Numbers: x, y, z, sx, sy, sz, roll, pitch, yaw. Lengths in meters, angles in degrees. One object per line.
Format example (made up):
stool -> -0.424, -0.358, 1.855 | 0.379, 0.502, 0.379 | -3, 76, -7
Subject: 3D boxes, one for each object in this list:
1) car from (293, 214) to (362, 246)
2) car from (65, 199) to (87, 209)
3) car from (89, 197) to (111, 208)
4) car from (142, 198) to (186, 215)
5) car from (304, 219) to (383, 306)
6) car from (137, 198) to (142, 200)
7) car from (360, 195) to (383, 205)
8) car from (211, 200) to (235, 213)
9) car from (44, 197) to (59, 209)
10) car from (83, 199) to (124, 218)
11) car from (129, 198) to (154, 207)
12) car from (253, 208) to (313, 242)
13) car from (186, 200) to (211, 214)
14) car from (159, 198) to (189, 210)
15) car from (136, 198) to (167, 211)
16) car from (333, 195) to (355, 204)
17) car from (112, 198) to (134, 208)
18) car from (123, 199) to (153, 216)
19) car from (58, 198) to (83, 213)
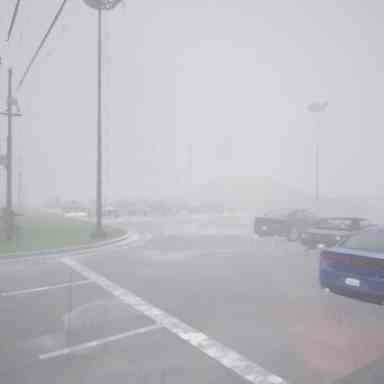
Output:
car -> 6.347, 1.670, 13.457 | 4.718, 1.301, 1.895 | 0, 0, -40
car -> -17.783, 1.770, 50.853 | 1.895, 1.301, 4.718 | 0, 0, -34
car -> -14.581, 1.660, 52.386 | 1.882, 1.535, 5.008 | 0, 0, -34
car -> -3.129, 1.631, 35.594 | 2.128, 1.511, 4.902 | 0, 0, -34
car -> 4.916, 1.520, 7.723 | 5.008, 1.535, 1.882 | 0, 0, -39
car -> -8.840, 1.666, 43.934 | 1.837, 1.490, 4.892 | 0, 0, -34
car -> 38.206, 1.599, 70.519 | 2.150, 2.045, 5.566 | 0, 0, -9
car -> 3.013, 1.672, 39.021 | 1.837, 1.490, 4.892 | 0, 0, -34
car -> -19.556, 1.503, 47.202 | 2.097, 1.767, 4.553 | 0, 0, -34
car -> -8.251, 1.634, 30.689 | 1.812, 1.442, 4.674 | 0, 0, -34
car -> -8.537, 1.759, 56.022 | 2.033, 1.411, 5.357 | 0, 0, -34
car -> 5.240, 1.560, 17.163 | 5.008, 1.535, 1.882 | 0, 0, -41
car -> -0.295, 1.680, 37.670 | 1.812, 1.442, 4.674 | 0, 0, -34
car -> -2.628, 1.680, 47.282 | 2.128, 1.511, 4.902 | 0, 0, -34
car -> -5.586, 1.666, 45.392 | 2.128, 1.511, 4.902 | 0, 0, -34
car -> 33.962, 1.606, 74.487 | 2.150, 2.045, 5.566 | 0, 0, -13
car -> -11.154, 1.759, 53.612 | 1.994, 1.385, 4.181 | 0, 0, -34
car -> -6.131, 1.726, 33.782 | 1.895, 1.301, 4.718 | 0, 0, -34
car -> -13.900, 1.693, 38.925 | 1.994, 1.385, 4.181 | 0, 0, -34
